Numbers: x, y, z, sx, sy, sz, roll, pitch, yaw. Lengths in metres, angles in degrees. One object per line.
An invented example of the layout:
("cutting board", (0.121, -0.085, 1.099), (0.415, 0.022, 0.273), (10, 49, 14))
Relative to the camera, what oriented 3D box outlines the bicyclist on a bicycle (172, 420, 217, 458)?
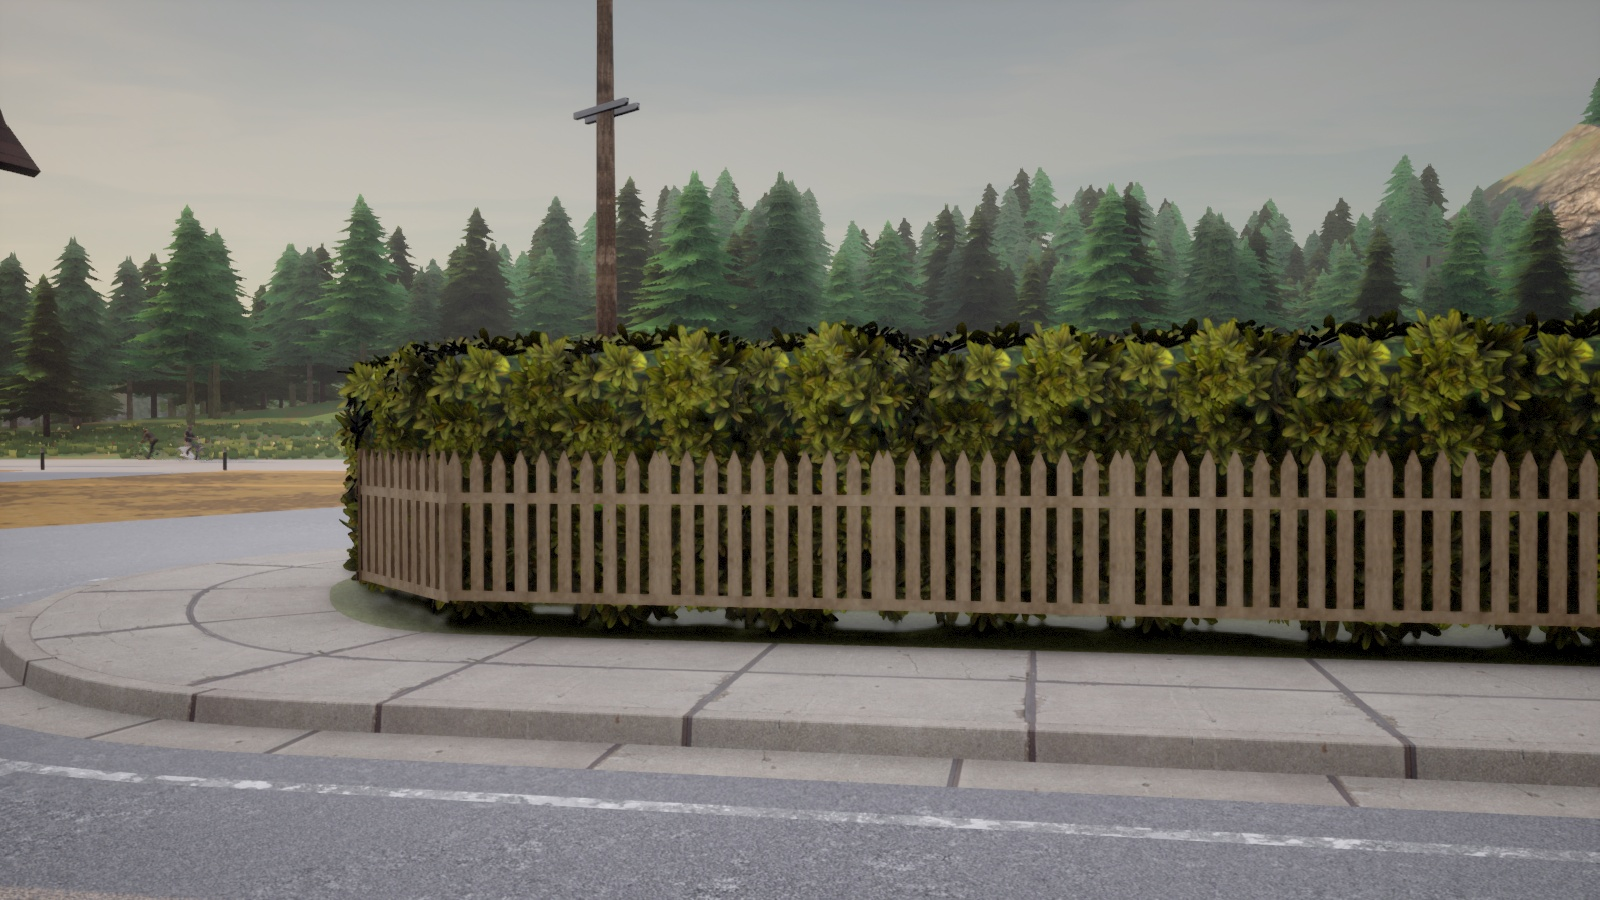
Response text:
("bicyclist on a bicycle", (-28.464, -0.499, 59.037), (1.843, 1.776, 0.659), (0, 1, 11))
